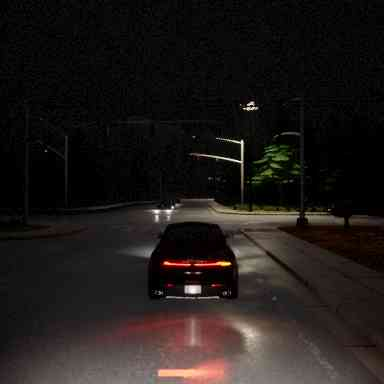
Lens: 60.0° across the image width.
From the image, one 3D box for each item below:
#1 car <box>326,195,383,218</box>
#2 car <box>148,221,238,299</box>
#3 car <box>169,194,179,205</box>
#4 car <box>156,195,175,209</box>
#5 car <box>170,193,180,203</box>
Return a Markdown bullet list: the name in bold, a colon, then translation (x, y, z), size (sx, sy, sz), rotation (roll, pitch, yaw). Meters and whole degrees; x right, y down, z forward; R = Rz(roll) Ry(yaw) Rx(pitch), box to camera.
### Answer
- **car**: translation (14.975, 1.250, 29.574), size (5.566, 2.045, 2.150), rotation (0, 0, 1)
- **car**: translation (0.031, 1.501, 8.416), size (1.837, 1.490, 4.892), rotation (0, 0, 0)
- **car**: translation (-3.686, 1.547, 54.802), size (2.033, 1.411, 5.357), rotation (0, 0, 0)
- **car**: translation (-3.683, 1.505, 44.355), size (1.837, 1.490, 4.892), rotation (0, 0, 0)
- **car**: translation (-3.560, 1.221, 65.434), size (2.150, 2.045, 5.566), rotation (0, 0, 1)
